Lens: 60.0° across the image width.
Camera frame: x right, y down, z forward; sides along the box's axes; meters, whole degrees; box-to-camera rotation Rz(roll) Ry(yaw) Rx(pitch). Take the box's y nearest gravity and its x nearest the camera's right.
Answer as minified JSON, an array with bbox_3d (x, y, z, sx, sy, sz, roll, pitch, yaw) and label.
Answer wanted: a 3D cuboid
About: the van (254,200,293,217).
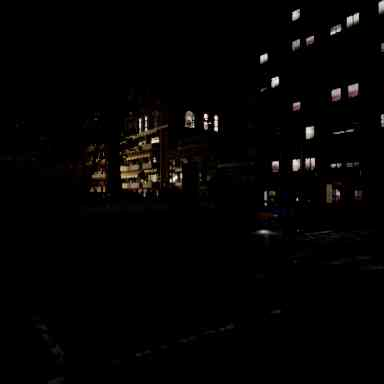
[{"bbox_3d":[7.175,1.642,30.215,1.690,1.788,3.998,-1,0,-36],"label":"van"}]

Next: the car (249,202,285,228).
[{"bbox_3d":[4.086,1.754,24.632,1.882,1.535,5.008,0,-1,-37],"label":"car"}]
